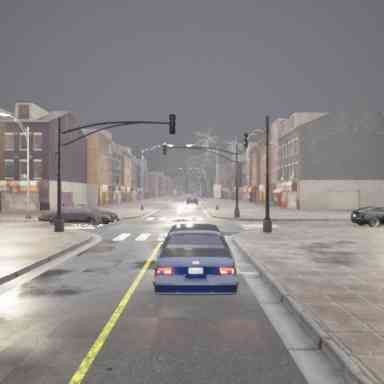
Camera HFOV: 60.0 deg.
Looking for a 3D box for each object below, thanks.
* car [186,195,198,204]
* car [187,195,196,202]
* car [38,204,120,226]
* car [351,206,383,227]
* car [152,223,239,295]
[{"bbox_3d":[0.024,1.404,62.997,2.097,1.767,4.553,0,0,-1],"label":"car"},{"bbox_3d":[-0.092,1.549,75.782,1.882,1.535,5.008,0,0,0],"label":"car"},{"bbox_3d":[-7.784,1.572,22.946,5.357,1.411,2.033,0,0,11],"label":"car"},{"bbox_3d":[12.325,1.521,20.981,4.313,1.339,1.947,0,0,0],"label":"car"},{"bbox_3d":[0.069,1.549,8.848,2.033,1.411,5.357,0,0,0],"label":"car"}]
